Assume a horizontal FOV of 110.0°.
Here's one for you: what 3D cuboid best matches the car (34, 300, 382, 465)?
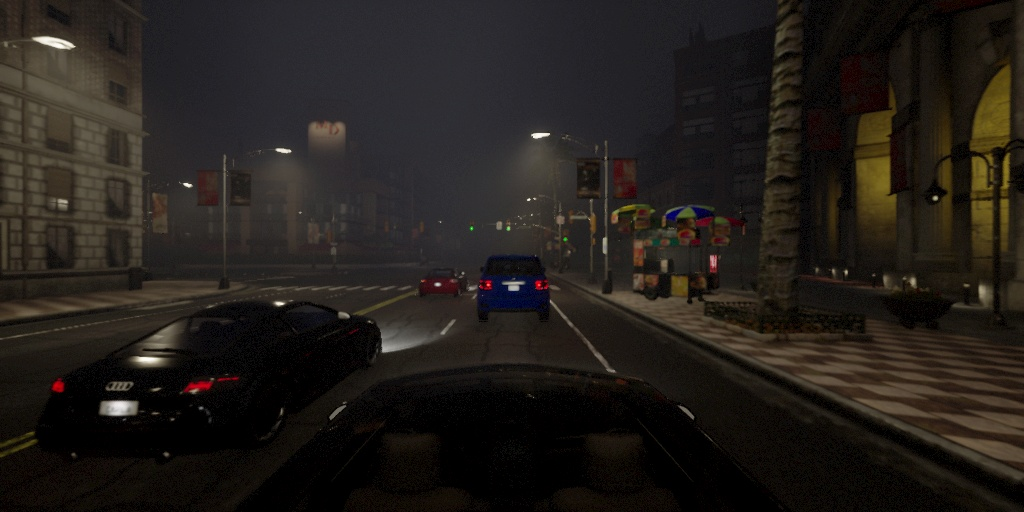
[{"bbox_3d":[-3.468,1.310,5.175,1.994,1.385,4.181,0,0,0],"label":"car"}]

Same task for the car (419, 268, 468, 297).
[{"bbox_3d":[-3.482,1.296,18.794,1.994,1.385,4.181,0,0,0],"label":"car"}]

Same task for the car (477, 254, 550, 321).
[{"bbox_3d":[0.045,0.960,12.470,2.150,2.045,5.566,0,0,0],"label":"car"}]
